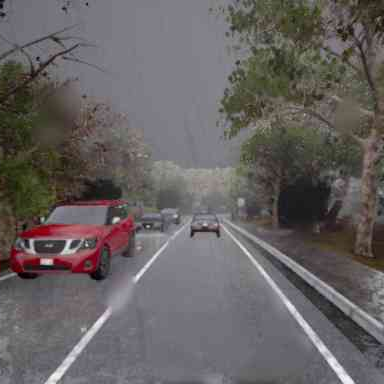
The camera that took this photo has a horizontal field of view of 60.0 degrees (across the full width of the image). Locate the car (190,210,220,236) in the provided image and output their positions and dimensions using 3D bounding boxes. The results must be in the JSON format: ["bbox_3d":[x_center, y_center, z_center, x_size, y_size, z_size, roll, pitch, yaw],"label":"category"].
[{"bbox_3d":[0.839,2.051,21.630,2.033,1.411,5.357,0,-3,2],"label":"car"}]

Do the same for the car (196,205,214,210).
[{"bbox_3d":[1.669,2.794,44.108,2.150,2.045,5.566,0,-3,3],"label":"car"}]

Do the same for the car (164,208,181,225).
[{"bbox_3d":[-2.335,2.459,34.839,2.097,1.767,4.553,0,-3,3],"label":"car"}]

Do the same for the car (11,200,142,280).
[{"bbox_3d":[-3.258,1.284,10.461,2.150,2.045,5.566,0,-1,2],"label":"car"}]

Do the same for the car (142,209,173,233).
[{"bbox_3d":[-2.756,2.136,23.544,1.994,1.385,4.181,0,-3,3],"label":"car"}]
